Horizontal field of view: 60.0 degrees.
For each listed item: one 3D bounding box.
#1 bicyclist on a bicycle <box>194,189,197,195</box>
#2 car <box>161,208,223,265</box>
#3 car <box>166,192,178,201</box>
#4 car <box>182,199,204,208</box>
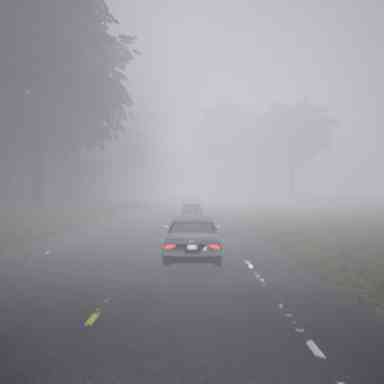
[{"bbox_3d":[0.941,-0.074,94.000,0.866,1.612,1.509,0,1,0],"label":"bicyclist on a bicycle"},{"bbox_3d":[0.025,1.509,11.413,2.033,1.411,5.357,0,0,1],"label":"car"},{"bbox_3d":[-3.557,0.779,59.855,1.837,1.490,4.892,0,1,1],"label":"car"},{"bbox_3d":[0.049,1.321,29.271,1.812,1.442,4.674,0,1,1],"label":"car"}]
